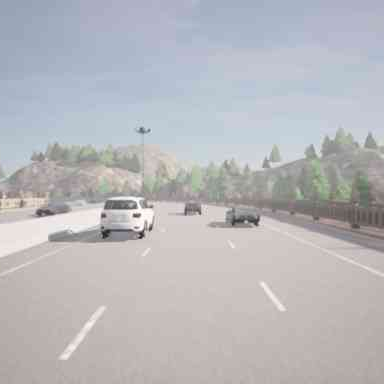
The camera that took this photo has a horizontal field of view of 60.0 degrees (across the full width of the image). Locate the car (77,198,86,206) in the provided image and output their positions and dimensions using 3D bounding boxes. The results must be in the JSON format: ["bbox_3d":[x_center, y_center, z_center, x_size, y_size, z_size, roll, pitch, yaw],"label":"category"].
[{"bbox_3d":[-21.588,1.924,64.503,1.812,1.442,4.674,0,0,-18],"label":"car"}]

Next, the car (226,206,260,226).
[{"bbox_3d":[3.596,1.703,24.233,1.895,1.301,4.718,0,0,0],"label":"car"}]

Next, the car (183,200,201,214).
[{"bbox_3d":[0.052,1.669,37.538,2.128,1.511,4.902,0,0,-1],"label":"car"}]

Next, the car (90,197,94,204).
[{"bbox_3d":[-21.864,1.972,74.909,1.882,1.535,5.008,0,-1,-24],"label":"car"}]

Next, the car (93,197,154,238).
[{"bbox_3d":[-3.403,1.295,18.227,2.150,2.045,5.566,0,0,0],"label":"car"}]

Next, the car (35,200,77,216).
[{"bbox_3d":[-14.114,1.707,34.250,2.033,1.411,5.357,0,0,0],"label":"car"}]

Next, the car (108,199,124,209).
[{"bbox_3d":[-11.497,1.833,50.626,1.994,1.385,4.181,0,0,-7],"label":"car"}]
